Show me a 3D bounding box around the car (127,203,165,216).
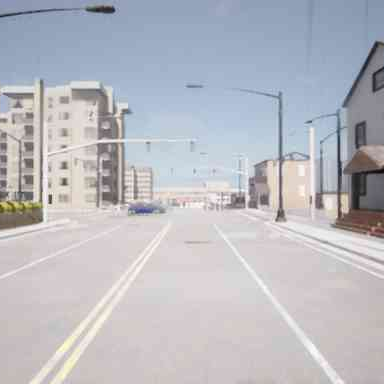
[{"bbox_3d":[-5.072,1.889,37.037,4.181,1.385,1.994,0,-1,1],"label":"car"}]
